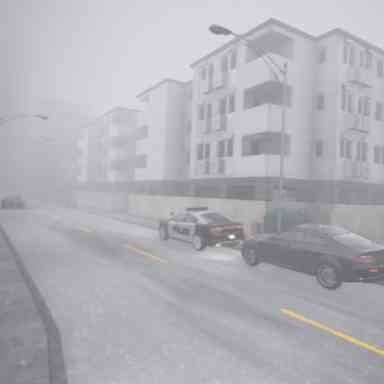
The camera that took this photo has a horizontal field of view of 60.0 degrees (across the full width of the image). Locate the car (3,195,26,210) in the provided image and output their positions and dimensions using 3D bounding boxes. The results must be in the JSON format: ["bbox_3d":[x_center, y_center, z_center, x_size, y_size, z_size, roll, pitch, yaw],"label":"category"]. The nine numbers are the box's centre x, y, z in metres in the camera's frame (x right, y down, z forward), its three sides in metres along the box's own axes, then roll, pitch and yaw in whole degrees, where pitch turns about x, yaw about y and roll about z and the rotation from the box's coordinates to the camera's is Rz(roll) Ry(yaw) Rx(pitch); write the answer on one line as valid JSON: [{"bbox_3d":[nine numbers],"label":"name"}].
[{"bbox_3d":[-18.621,1.044,34.725,2.033,1.411,5.357,3,-1,-32],"label":"car"}]

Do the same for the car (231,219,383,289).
[{"bbox_3d":[3.444,1.685,9.916,1.812,1.442,4.674,-2,2,-33],"label":"car"}]

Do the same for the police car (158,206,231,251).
[{"bbox_3d":[0.151,1.488,15.060,1.930,1.638,5.238,-2,2,-33],"label":"police car"}]
